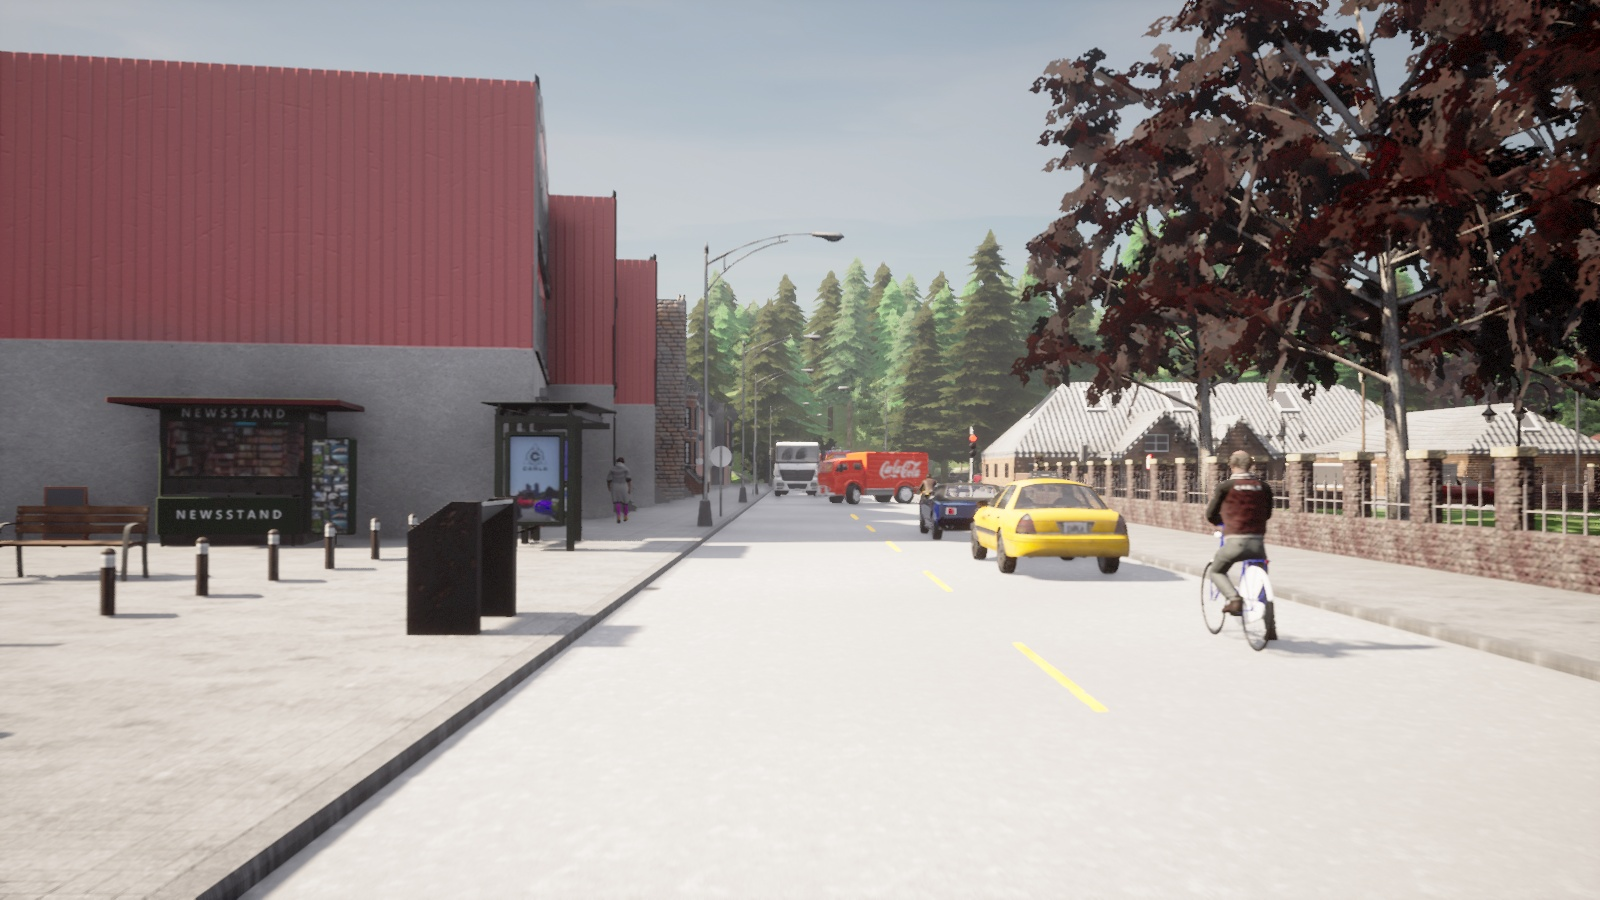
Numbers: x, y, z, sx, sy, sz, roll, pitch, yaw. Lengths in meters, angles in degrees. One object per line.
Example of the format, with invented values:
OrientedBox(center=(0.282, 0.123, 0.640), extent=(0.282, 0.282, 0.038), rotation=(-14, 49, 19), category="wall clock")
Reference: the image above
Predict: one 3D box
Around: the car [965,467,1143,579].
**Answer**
OrientedBox(center=(3.961, 1.081, 20.493), extent=(1.801, 1.575, 5.366), rotation=(0, -1, 0), category="car")

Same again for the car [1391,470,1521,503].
OrientedBox(center=(29.866, 1.655, 57.297), extent=(4.792, 1.488, 2.163), rotation=(0, -1, -2), category="car")

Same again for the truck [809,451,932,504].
OrientedBox(center=(3.382, 1.322, 60.426), extent=(5.204, 2.467, 2.627), rotation=(0, -2, -26), category="truck")

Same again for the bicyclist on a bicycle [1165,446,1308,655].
OrientedBox(center=(3.977, 0.863, 11.589), extent=(0.659, 1.776, 1.843), rotation=(0, -1, 0), category="bicyclist on a bicycle")

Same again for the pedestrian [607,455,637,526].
OrientedBox(center=(-4.954, 1.131, 35.041), extent=(0.659, 1.952, 0.873), rotation=(0, -1, 4), category="pedestrian")

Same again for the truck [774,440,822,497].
OrientedBox(center=(-0.155, 1.174, 80.095), extent=(2.891, 3.462, 7.936), rotation=(0, -1, 0), category="truck")

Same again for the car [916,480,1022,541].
OrientedBox(center=(3.944, 1.404, 30.117), extent=(1.895, 1.301, 4.718), rotation=(0, -1, 0), category="car")
